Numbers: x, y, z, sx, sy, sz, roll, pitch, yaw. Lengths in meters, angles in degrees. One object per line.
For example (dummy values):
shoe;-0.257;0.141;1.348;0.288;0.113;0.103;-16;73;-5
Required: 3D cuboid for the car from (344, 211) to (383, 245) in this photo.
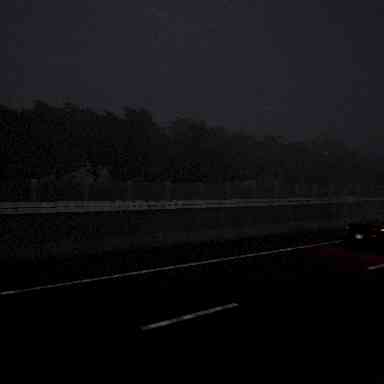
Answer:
car;8.271;1.527;14.068;4.674;1.442;1.812;0;0;-35
